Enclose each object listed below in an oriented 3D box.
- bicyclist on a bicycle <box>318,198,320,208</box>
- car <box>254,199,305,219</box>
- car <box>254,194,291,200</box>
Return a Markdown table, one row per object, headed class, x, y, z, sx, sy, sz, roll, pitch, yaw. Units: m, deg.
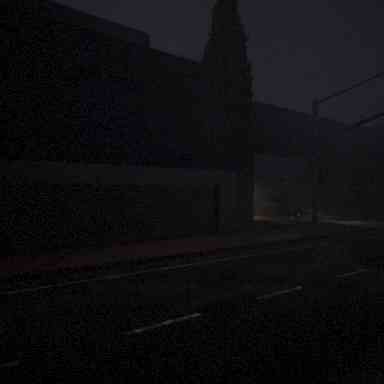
| class | x | y | z | sx | sy | sz | roll | pitch | yaw |
| --- | --- | --- | --- | --- | --- | --- | --- | --- | --- |
| bicyclist on a bicycle | 16.238 | 1.303 | 43.289 | 1.656 | 1.620 | 0.582 | 0 | 0 | -37 |
| car | 7.651 | 1.601 | 29.750 | 1.895 | 1.301 | 4.718 | 0 | 0 | -37 |
| car | 8.713 | 1.222 | 34.182 | 2.150 | 2.045 | 5.566 | 0 | 0 | -36 |
